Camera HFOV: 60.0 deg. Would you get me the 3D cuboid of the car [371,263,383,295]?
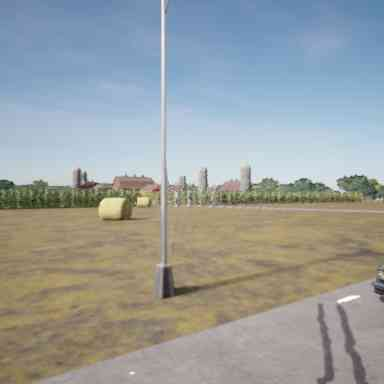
[{"bbox_3d":[6.194,1.536,7.408,5.357,1.411,2.033,0,0,-35],"label":"car"}]
